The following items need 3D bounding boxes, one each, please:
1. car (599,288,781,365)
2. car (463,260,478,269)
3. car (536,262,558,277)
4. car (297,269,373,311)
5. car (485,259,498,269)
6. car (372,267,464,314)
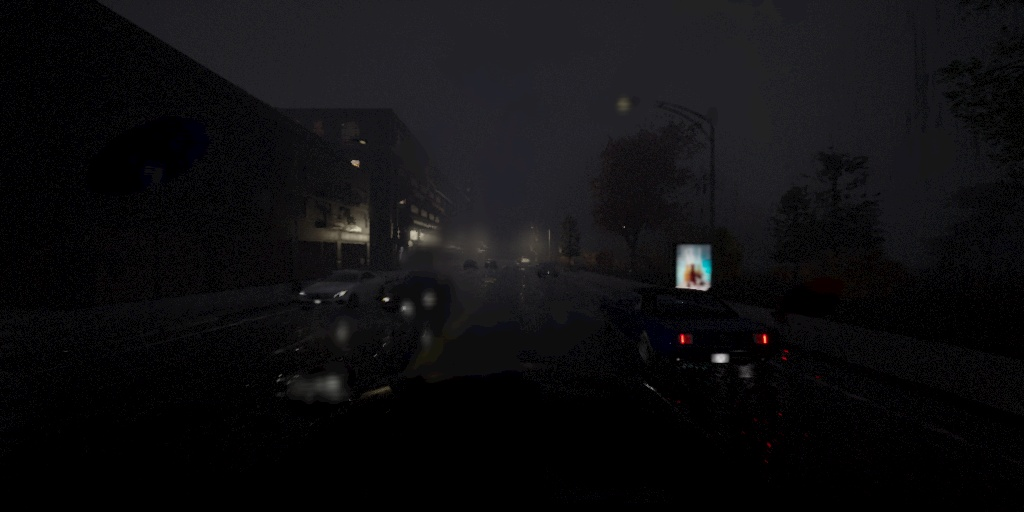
[{"bbox_3d":[3.346,1.351,7.968,1.895,1.301,4.718,0,0,0],"label":"car"},{"bbox_3d":[-6.542,1.305,57.093,2.033,1.411,5.357,0,0,1],"label":"car"},{"bbox_3d":[3.342,1.278,34.778,1.812,1.442,4.674,0,0,0],"label":"car"},{"bbox_3d":[-6.602,1.275,14.496,1.812,1.442,4.674,0,0,0],"label":"car"},{"bbox_3d":[-3.300,1.248,57.319,2.128,1.511,4.902,0,0,1],"label":"car"},{"bbox_3d":[-3.354,1.297,14.067,2.033,1.411,5.357,0,0,0],"label":"car"}]
